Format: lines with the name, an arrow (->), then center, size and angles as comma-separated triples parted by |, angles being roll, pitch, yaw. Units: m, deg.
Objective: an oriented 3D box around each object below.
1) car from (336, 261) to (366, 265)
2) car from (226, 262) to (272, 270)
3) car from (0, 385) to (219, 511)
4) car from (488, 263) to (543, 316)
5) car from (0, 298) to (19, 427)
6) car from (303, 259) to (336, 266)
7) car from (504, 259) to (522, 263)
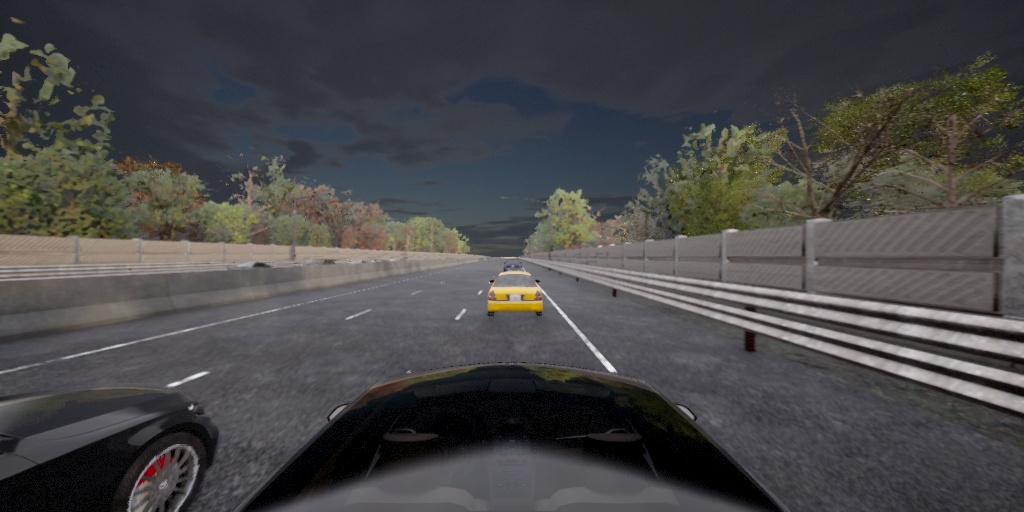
car -> -17.518, 1.284, 40.543 | 1.812, 1.442, 4.674 | 0, 0, 1
car -> -24.572, 1.283, 33.709 | 1.812, 1.442, 4.674 | 0, 0, 0
car -> -3.387, 1.276, 1.039 | 1.812, 1.442, 4.674 | 0, 0, 0
car -> 0.100, 1.209, 13.237 | 1.801, 1.575, 5.366 | 0, 0, 0
car -> -6.900, 1.255, 1.900 | 1.837, 1.490, 4.892 | 0, 0, 0
car -> -21.034, 1.110, 39.263 | 2.097, 1.767, 4.553 | 0, 0, 1
car -> 0.104, 1.110, 41.718 | 2.097, 1.767, 4.553 | 0, 0, 0
